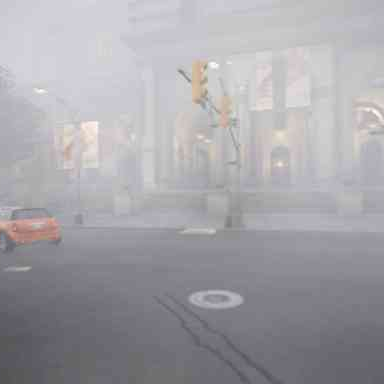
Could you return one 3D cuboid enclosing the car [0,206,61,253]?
[{"bbox_3d":[-7.572,1.385,14.269,4.553,1.767,2.097,-1,1,42],"label":"car"}]
